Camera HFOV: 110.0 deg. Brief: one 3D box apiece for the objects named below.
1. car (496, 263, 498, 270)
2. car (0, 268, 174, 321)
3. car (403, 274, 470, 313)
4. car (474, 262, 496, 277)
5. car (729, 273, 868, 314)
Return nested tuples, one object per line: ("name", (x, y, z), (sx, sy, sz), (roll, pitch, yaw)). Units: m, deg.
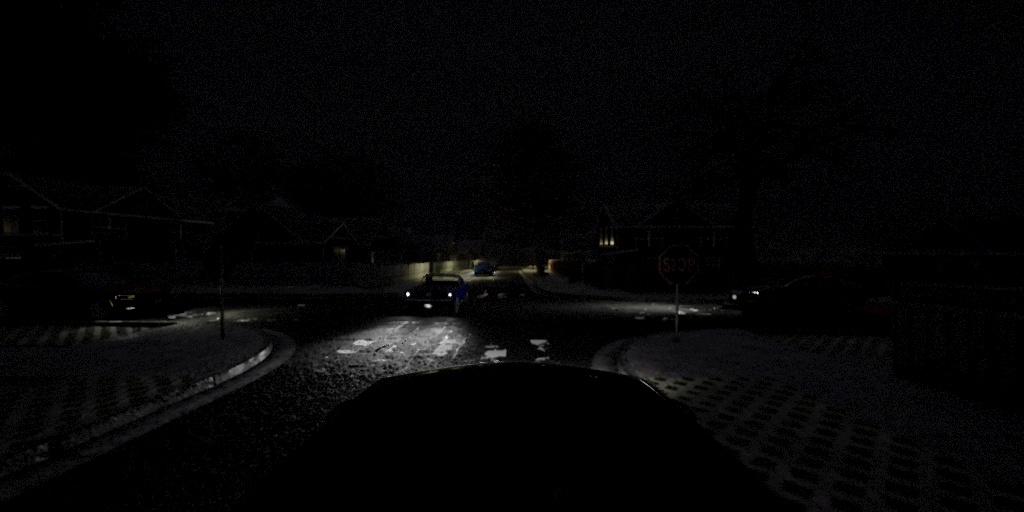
("car", (-3.207, 1.571, 54.917), (1.895, 1.301, 4.718), (0, 0, 3))
("car", (-14.101, 1.173, 11.793), (5.008, 1.535, 1.882), (1, 1, 1))
("car", (-2.867, 1.403, 14.420), (1.895, 1.301, 4.718), (1, 0, -1))
("car", (-3.110, 1.445, 39.649), (1.882, 1.535, 5.008), (0, 0, -1))
("car", (11.618, 1.463, 14.746), (4.902, 1.511, 2.128), (1, 1, 0))
